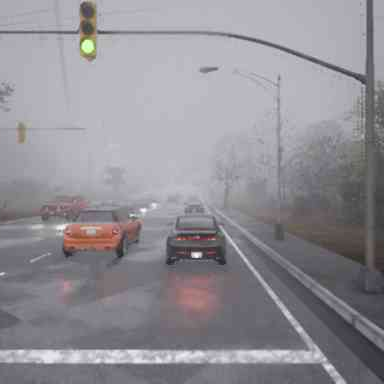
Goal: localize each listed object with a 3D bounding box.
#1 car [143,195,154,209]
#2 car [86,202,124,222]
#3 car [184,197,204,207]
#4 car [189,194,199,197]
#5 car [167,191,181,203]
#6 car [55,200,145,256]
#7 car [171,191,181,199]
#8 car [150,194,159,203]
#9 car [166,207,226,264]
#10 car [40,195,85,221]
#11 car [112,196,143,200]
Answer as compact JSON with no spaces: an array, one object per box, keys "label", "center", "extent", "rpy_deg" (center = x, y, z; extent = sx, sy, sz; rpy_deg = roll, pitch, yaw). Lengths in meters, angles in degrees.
[{"label":"car","center":[-6.873,1.542,46.198],"extent":[1.994,1.385,4.181],"rpy_deg":[0,1,2]},{"label":"car","center":[-7.007,1.585,27.228],"extent":[1.994,1.385,4.181],"rpy_deg":[0,0,0]},{"label":"car","center":[0.204,1.552,33.117],"extent":[1.812,1.442,4.674],"rpy_deg":[0,0,0]},{"label":"car","center":[0.217,1.070,57.572],"extent":[2.033,1.411,5.357],"rpy_deg":[0,3,0]},{"label":"car","center":[-3.293,1.072,56.702],"extent":[1.837,1.490,4.892],"rpy_deg":[0,3,0]},{"label":"car","center":[-3.357,1.362,13.220],"extent":[2.097,1.767,4.553],"rpy_deg":[0,0,0]},{"label":"car","center":[-3.253,0.569,67.125],"extent":[1.812,1.442,4.674],"rpy_deg":[0,3,0]},{"label":"car","center":[-6.813,1.119,56.958],"extent":[1.994,1.385,4.181],"rpy_deg":[0,3,1]},{"label":"car","center":[0.137,1.516,11.841],"extent":[1.837,1.490,4.892],"rpy_deg":[0,0,0]},{"label":"car","center":[-10.503,1.244,27.676],"extent":[2.150,2.045,5.566],"rpy_deg":[0,0,0]},{"label":"car","center":[-6.961,1.506,36.269],"extent":[1.882,1.535,5.008],"rpy_deg":[0,0,0]}]
